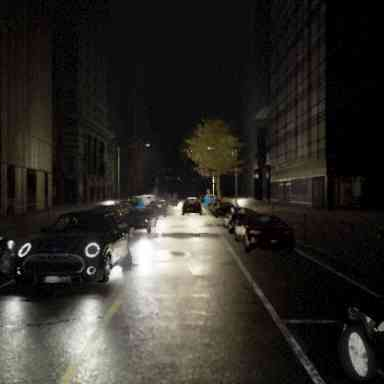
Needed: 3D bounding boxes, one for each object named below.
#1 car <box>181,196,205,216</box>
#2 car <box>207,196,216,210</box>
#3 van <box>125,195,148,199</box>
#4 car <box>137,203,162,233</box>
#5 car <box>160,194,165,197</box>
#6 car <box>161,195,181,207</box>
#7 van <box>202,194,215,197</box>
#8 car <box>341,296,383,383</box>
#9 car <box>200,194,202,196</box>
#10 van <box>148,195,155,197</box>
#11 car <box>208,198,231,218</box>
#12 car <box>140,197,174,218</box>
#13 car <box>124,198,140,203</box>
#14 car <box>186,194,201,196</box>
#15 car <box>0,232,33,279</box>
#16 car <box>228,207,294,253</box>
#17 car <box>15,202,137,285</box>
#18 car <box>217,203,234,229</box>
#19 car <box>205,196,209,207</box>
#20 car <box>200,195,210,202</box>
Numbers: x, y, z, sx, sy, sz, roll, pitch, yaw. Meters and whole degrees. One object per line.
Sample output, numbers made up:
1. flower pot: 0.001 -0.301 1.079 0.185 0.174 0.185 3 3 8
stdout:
1. car: 0.000 1.433 32.316 1.882 1.535 5.008 0 0 0
2. car: 2.753 1.479 34.266 1.752 1.417 4.829 0 0 0
3. van: -5.772 1.296 32.992 1.690 1.788 3.998 0 0 0
4. car: -3.092 1.572 19.471 1.895 1.301 4.718 0 0 0
5. car: -5.777 1.483 54.646 2.008 1.369 4.403 0 0 0
6. car: -3.011 1.550 49.439 2.033 1.411 5.357 0 0 0
7. van: 2.749 1.278 49.963 1.690 1.788 3.998 0 0 0
8. car: 2.761 1.547 2.601 2.008 1.369 4.403 0 0 0
9. car: 2.747 1.478 60.541 2.008 1.369 4.403 0 0 0
10. van: -5.775 1.284 43.820 1.690 1.788 3.998 0 0 0
11. car: 2.754 1.510 28.807 2.008 1.369 4.403 0 0 0
12. car: -3.060 1.450 29.796 2.128 1.511 4.902 0 0 0
13. car: -5.770 1.486 27.410 1.752 1.417 4.829 0 0 0
14. car: 0.040 1.465 46.812 1.812 1.442 4.674 0 0 1
15. car: -5.765 1.539 7.595 2.008 1.369 4.403 0 0 0
16. car: 2.758 1.525 13.490 1.887 1.381 4.507 0 0 0
17. car: -3.091 1.337 9.589 2.097 1.767 4.553 0 0 0
18. car: 2.757 1.523 18.935 2.008 1.369 4.403 0 0 0
19. car: 2.752 1.513 39.386 1.947 1.339 4.313 0 0 0
20. car: 2.744 1.466 71.119 1.887 1.381 4.507 0 0 0
